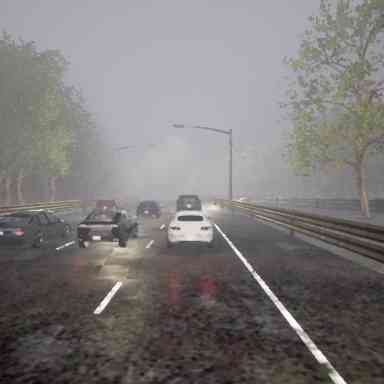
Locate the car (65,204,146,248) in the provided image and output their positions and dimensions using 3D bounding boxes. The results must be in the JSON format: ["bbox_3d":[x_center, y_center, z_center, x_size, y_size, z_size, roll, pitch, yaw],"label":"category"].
[{"bbox_3d":[-3.576,1.498,14.805,2.128,1.511,4.902,0,0,-1],"label":"car"}]

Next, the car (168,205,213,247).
[{"bbox_3d":[-0.075,1.535,14.840,1.812,1.442,4.674,0,0,-1],"label":"car"}]

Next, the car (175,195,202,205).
[{"bbox_3d":[-0.300,1.270,29.955,2.150,2.045,5.566,0,0,-1],"label":"car"}]

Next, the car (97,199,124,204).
[{"bbox_3d":[-7.298,1.379,29.757,2.097,1.767,4.553,0,0,-1],"label":"car"}]

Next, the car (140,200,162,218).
[{"bbox_3d":[-3.798,1.497,29.856,1.882,1.535,5.008,0,0,-1],"label":"car"}]

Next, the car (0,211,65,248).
[{"bbox_3d":[-7.075,1.566,14.770,2.033,1.411,5.357,0,0,-1],"label":"car"}]
